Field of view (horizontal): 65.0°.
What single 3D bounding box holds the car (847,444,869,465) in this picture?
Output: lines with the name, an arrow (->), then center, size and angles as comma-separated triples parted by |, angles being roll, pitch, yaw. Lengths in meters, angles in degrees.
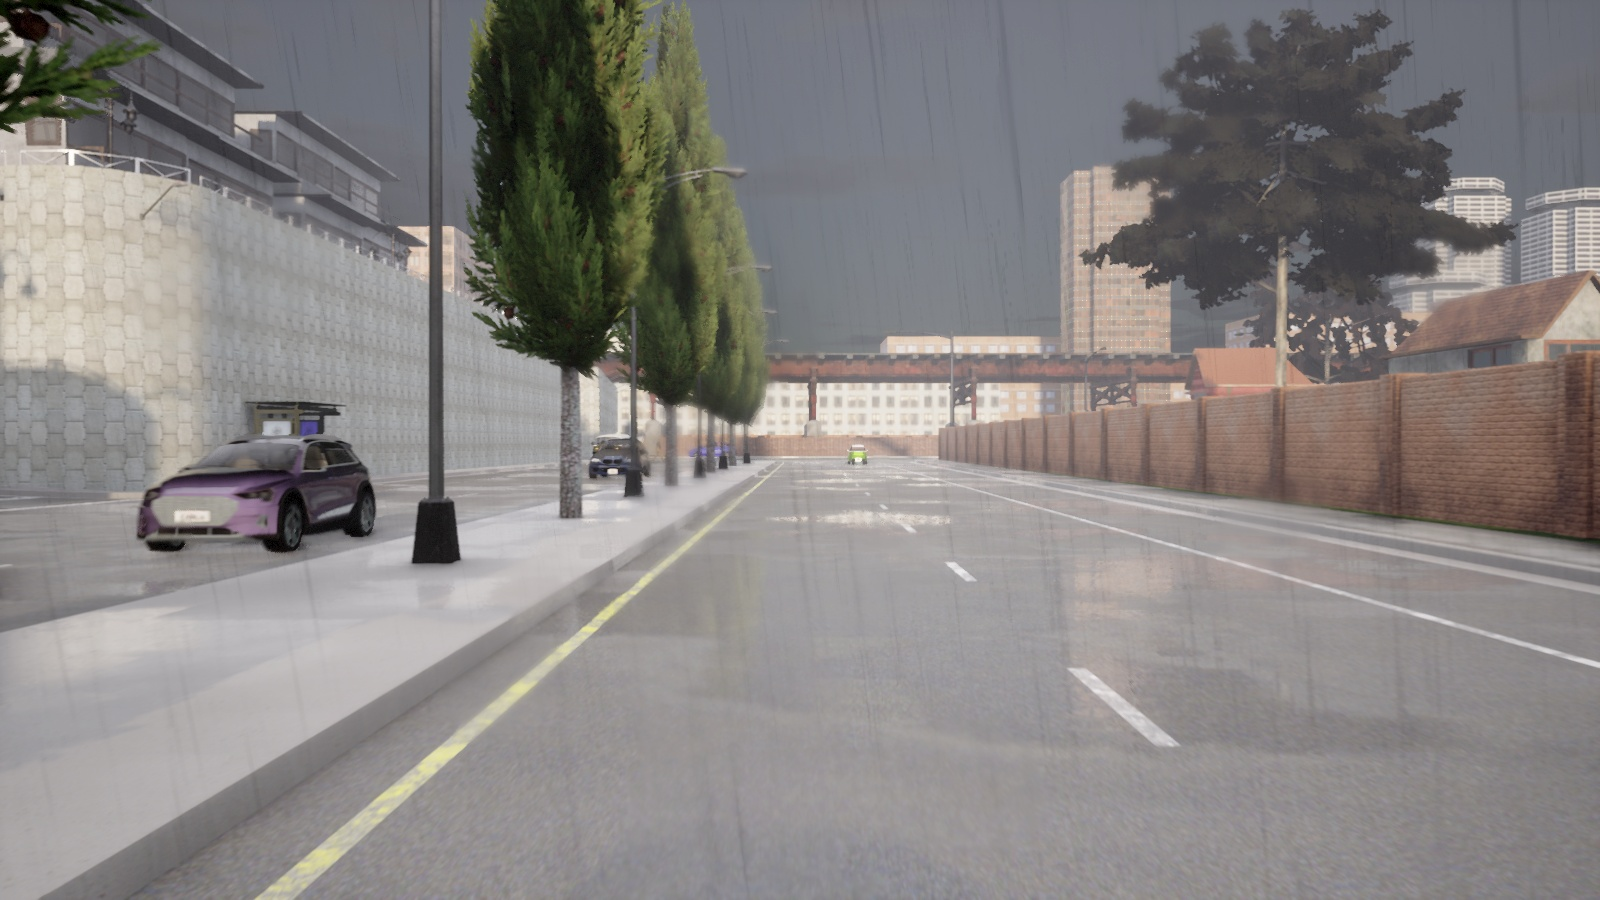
car -> 4.010, 0.313, 87.187 | 1.481, 1.376, 2.207 | 0, 1, 0

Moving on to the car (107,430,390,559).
car -> -7.878, 0.560, 18.555 | 2.033, 1.649, 4.856 | 0, 0, 0

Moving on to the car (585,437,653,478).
car -> -7.679, 0.282, 53.694 | 2.242, 1.667, 4.611 | 0, 0, 0

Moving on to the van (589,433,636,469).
van -> -11.045, 0.042, 74.263 | 2.069, 2.038, 4.480 | 0, 0, 1

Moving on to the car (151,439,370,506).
car -> -13.143, 0.501, 30.958 | 2.128, 1.511, 4.902 | 0, 0, 21
